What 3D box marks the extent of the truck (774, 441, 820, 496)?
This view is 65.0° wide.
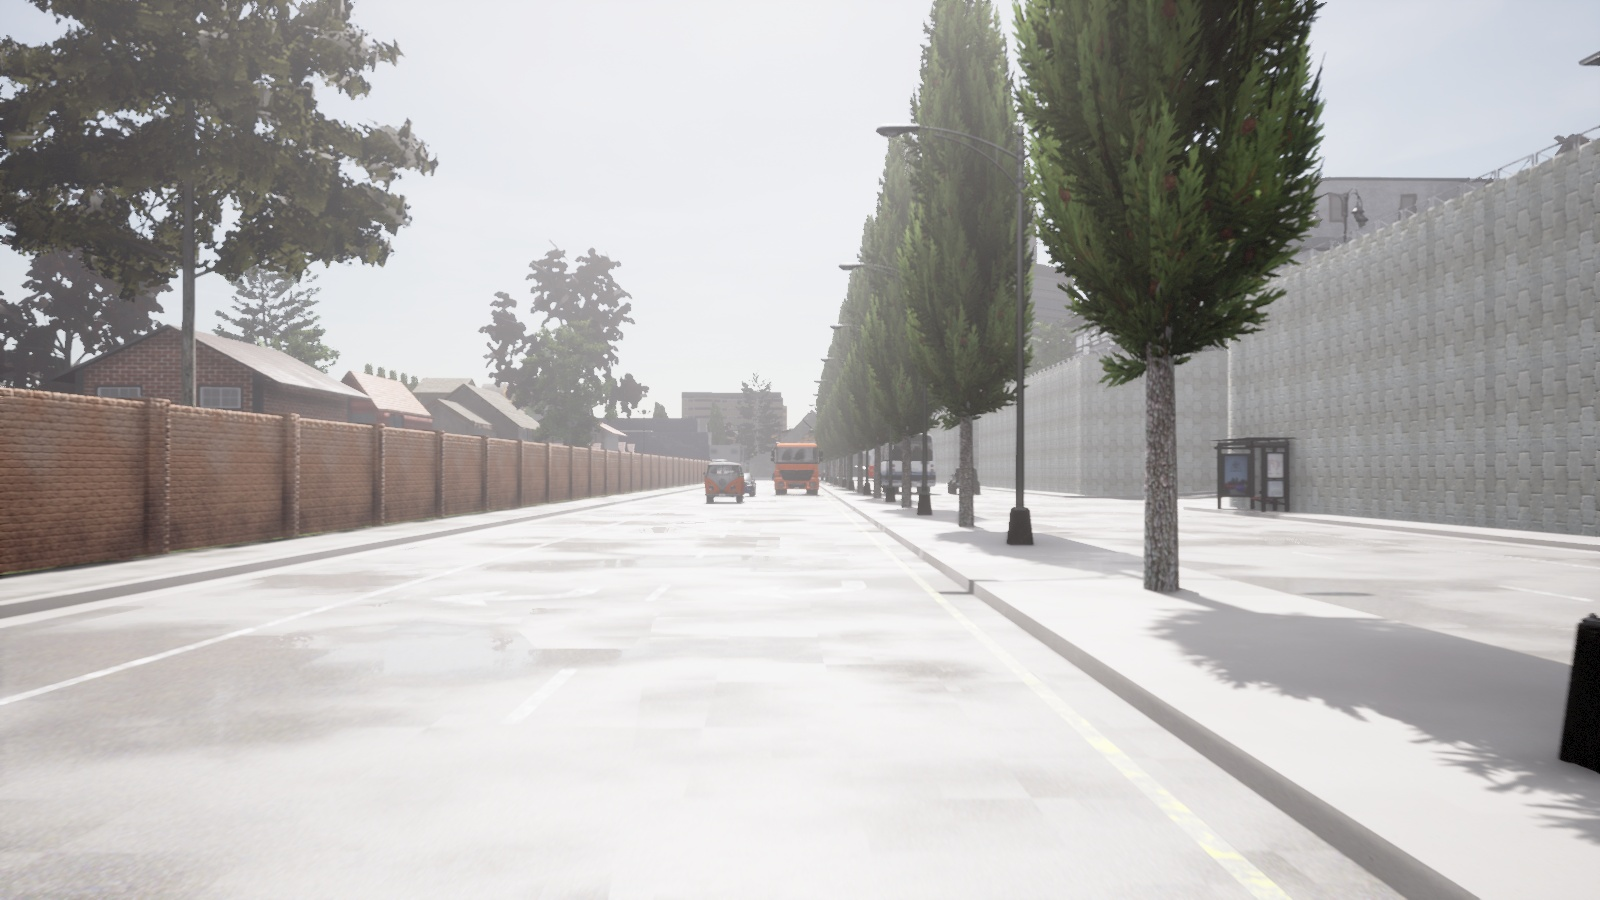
[{"bbox_3d":[-0.207,1.237,83.830,2.891,3.462,7.936,0,-1,0],"label":"truck"}]

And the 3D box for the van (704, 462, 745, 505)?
[{"bbox_3d":[-3.649,1.608,61.269,1.775,1.987,4.442,0,-1,0],"label":"van"}]

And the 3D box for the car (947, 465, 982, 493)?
[{"bbox_3d":[11.288,2.014,86.562,1.905,1.878,3.866,0,-1,0],"label":"car"}]

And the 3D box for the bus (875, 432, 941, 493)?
[{"bbox_3d":[7.771,0.951,92.208,3.944,4.253,10.273,0,-1,0],"label":"bus"}]

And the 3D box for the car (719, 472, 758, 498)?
[{"bbox_3d":[-3.684,2.103,76.101,2.163,1.488,4.792,0,-1,0],"label":"car"}]
